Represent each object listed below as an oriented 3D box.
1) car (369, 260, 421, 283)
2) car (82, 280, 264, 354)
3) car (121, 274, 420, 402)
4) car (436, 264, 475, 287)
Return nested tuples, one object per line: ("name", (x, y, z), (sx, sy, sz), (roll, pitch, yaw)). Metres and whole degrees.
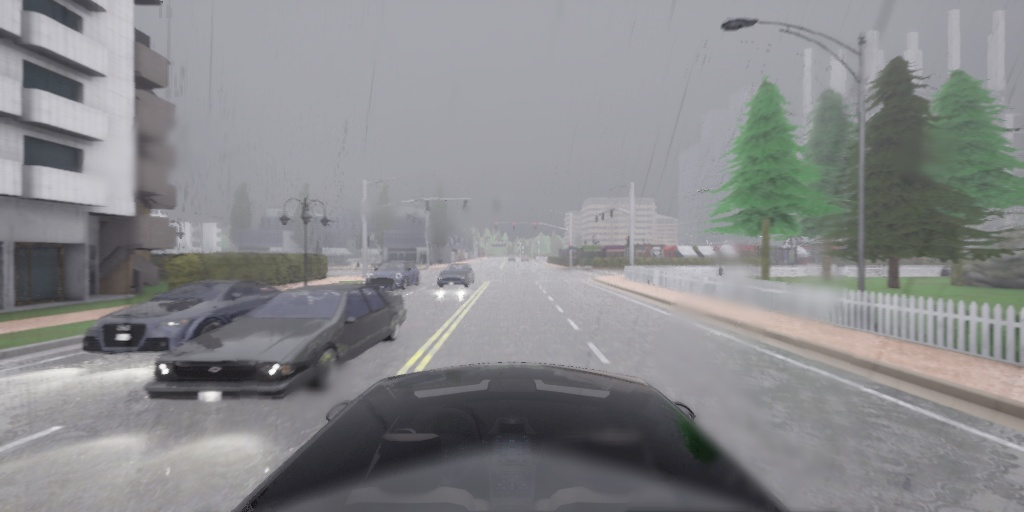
("car", (-7.006, 1.075, 21.563), (2.097, 1.767, 4.553), (0, 0, 0))
("car", (-7.077, 1.282, 8.536), (1.994, 1.385, 4.181), (0, 0, 0))
("car", (-3.581, 1.273, 6.932), (2.033, 1.411, 5.357), (0, 0, 0))
("car", (-3.511, 1.199, 23.417), (2.033, 1.411, 5.357), (0, 0, 0))
